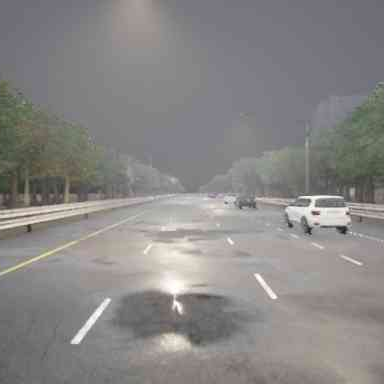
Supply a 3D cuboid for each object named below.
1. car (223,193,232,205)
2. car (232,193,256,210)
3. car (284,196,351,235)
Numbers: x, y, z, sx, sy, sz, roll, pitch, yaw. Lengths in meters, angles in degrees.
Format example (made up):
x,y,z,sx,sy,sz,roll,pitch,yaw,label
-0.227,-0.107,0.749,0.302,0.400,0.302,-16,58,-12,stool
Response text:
x,y,z,sx,sy,sz,roll,pitch,yaw,label
7.029,1.253,60.787,2.150,2.045,5.566,0,0,0,car
7.013,1.232,43.782,2.150,2.045,5.566,0,0,0,car
7.007,1.225,19.128,2.150,2.045,5.566,0,0,0,car
